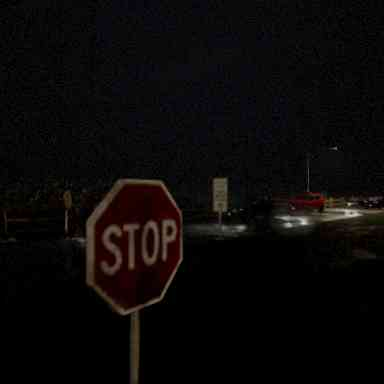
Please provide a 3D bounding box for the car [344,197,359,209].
[{"bbox_3d":[22.316,1.462,45.226,2.128,1.511,4.902,0,0,44],"label":"car"}]

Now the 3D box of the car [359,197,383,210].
[{"bbox_3d":[23.429,1.445,42.242,2.128,1.511,4.902,0,0,44],"label":"car"}]

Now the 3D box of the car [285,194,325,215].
[{"bbox_3d":[11.666,1.202,34.077,2.150,2.045,5.566,0,1,43],"label":"car"}]

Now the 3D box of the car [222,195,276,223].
[{"bbox_3d":[4.550,1.240,26.420,2.150,2.045,5.566,0,0,43],"label":"car"}]
